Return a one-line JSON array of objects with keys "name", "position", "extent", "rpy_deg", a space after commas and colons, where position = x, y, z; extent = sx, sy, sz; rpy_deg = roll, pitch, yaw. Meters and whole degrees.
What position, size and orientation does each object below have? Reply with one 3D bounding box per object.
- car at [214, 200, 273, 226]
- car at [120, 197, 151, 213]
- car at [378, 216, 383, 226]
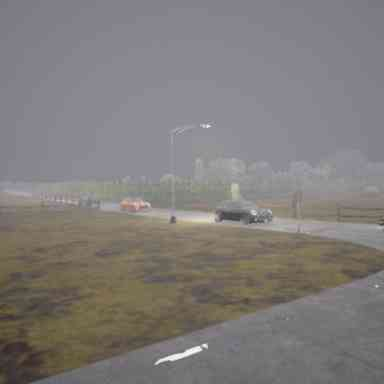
[{"name": "car", "position": [3.680, 1.364, 24.176], "extent": [2.097, 1.767, 4.553], "rpy_deg": [-2, 1, -35]}, {"name": "car", "position": [-6.605, 1.399, 38.678], "extent": [2.097, 1.767, 4.553], "rpy_deg": [-2, 1, -35]}, {"name": "car", "position": [11.696, 1.388, 16.193], "extent": [2.033, 1.411, 5.357], "rpy_deg": [-1, 0, -9]}]
